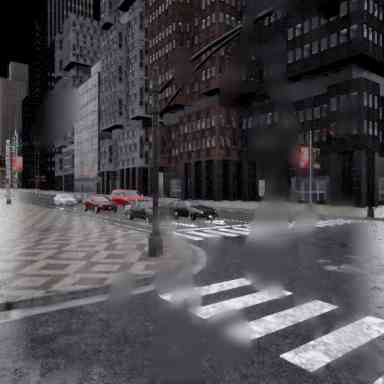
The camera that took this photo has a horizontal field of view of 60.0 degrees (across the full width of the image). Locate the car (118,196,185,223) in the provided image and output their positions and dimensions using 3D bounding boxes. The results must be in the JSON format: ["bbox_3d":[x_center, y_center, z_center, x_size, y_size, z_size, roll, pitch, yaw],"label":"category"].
[{"bbox_3d":[-2.998,1.284,23.236,2.033,1.411,5.357,0,1,-35],"label":"car"}]

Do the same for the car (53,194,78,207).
[{"bbox_3d":[-15.470,0.959,40.375,1.812,1.442,4.674,0,1,-35],"label":"car"}]

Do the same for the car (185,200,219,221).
[{"bbox_3d":[-0.393,1.280,25.095,2.033,1.411,5.357,0,1,-39],"label":"car"}]

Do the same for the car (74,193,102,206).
[{"bbox_3d":[-13.610,0.901,43.370,2.128,1.511,4.902,0,1,-36],"label":"car"}]

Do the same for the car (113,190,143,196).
[{"bbox_3d":[-6.351,0.811,33.354,2.150,2.045,5.566,0,1,-36],"label":"car"}]

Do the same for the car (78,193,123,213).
[{"bbox_3d":[-8.599,1.080,30.918,1.882,1.535,5.008,0,1,-36],"label":"car"}]
